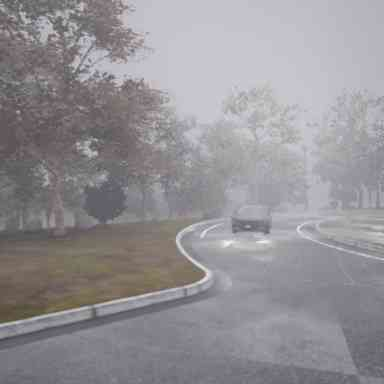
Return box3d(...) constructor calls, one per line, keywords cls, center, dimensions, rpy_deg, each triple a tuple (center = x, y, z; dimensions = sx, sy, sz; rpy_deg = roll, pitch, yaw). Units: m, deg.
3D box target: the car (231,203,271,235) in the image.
box3d(cls="car", center=(3.362, 1.388, 18.515), dimensions=(1.882, 1.535, 5.008), rpy_deg=(-1, 0, 16))
